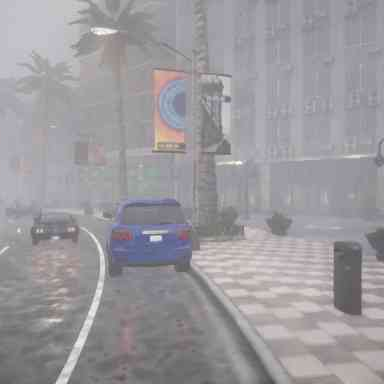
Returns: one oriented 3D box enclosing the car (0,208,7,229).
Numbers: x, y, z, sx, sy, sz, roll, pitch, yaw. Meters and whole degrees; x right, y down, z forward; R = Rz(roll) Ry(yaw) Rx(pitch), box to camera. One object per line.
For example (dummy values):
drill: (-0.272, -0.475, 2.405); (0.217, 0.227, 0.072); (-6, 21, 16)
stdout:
car: (-9.720, 1.555, 14.472); (2.033, 1.411, 5.357); (0, 0, -22)

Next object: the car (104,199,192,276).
car: (-1.585, 1.218, 10.656); (2.150, 2.045, 5.566); (0, 0, -15)

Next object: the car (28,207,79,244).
car: (-6.495, 1.612, 15.831); (1.895, 1.301, 4.718); (0, 0, -22)

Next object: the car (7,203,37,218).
car: (-15.247, 1.604, 29.982); (1.895, 1.301, 4.718); (0, 0, -41)
